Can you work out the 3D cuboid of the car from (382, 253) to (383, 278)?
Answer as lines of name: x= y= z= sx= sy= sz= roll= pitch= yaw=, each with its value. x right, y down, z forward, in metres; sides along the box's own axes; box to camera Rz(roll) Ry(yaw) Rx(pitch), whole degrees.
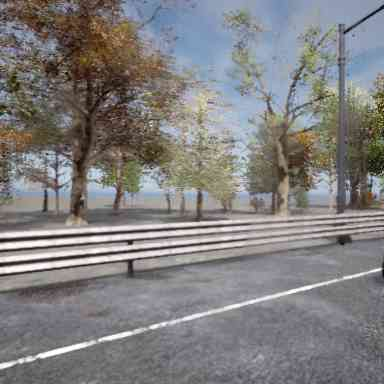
car: x=6.947 y=1.429 z=8.601 sx=4.553 sy=1.767 sz=2.097 roll=1 pitch=0 yaw=-35
